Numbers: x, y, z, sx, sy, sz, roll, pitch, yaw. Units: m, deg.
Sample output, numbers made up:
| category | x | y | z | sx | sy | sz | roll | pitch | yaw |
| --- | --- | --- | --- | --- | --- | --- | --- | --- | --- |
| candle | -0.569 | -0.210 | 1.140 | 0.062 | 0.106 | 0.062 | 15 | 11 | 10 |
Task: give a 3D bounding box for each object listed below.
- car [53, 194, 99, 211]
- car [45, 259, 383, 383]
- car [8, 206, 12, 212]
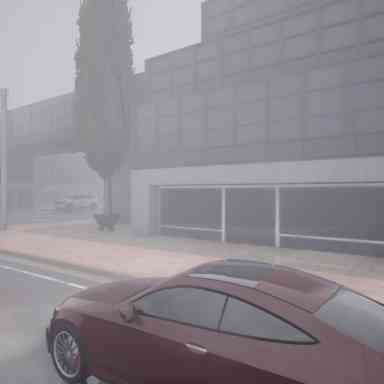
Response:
| category | x | y | z | sx | sy | sz | roll | pitch | yaw |
| --- | --- | --- | --- | --- | --- | --- | --- | --- | --- |
| car | -13.933 | 1.221 | 40.390 | 2.150 | 2.045 | 5.566 | 0 | 0 | 36 |
| car | 0.308 | 1.526 | 3.746 | 4.674 | 1.442 | 1.812 | 0 | 0 | 35 |
| car | -20.069 | 1.601 | 31.823 | 1.895 | 1.301 | 4.718 | 0 | 0 | 36 |
